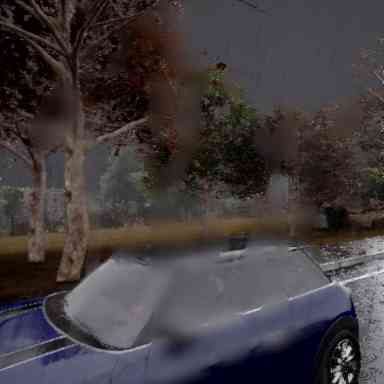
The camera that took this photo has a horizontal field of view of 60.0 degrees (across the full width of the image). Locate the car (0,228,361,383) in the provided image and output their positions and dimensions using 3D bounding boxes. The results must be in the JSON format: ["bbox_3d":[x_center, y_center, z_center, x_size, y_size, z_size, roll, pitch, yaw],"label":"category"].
[{"bbox_3d":[-0.271,1.350,3.488,4.553,1.767,2.097,0,0,-35],"label":"car"}]
